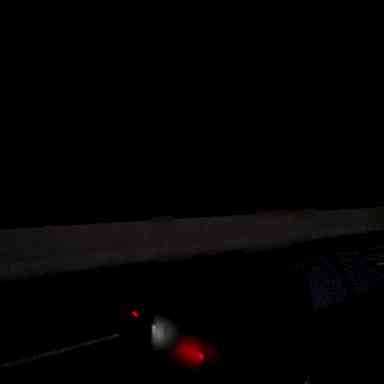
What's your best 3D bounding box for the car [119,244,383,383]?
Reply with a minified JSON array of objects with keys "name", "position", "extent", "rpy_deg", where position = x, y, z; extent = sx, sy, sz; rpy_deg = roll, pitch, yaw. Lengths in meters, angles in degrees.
[{"name":"car","position":[1.690,1.525,4.971],"extent":[5.357,1.411,2.033],"rpy_deg":[0,0,-35]}]
